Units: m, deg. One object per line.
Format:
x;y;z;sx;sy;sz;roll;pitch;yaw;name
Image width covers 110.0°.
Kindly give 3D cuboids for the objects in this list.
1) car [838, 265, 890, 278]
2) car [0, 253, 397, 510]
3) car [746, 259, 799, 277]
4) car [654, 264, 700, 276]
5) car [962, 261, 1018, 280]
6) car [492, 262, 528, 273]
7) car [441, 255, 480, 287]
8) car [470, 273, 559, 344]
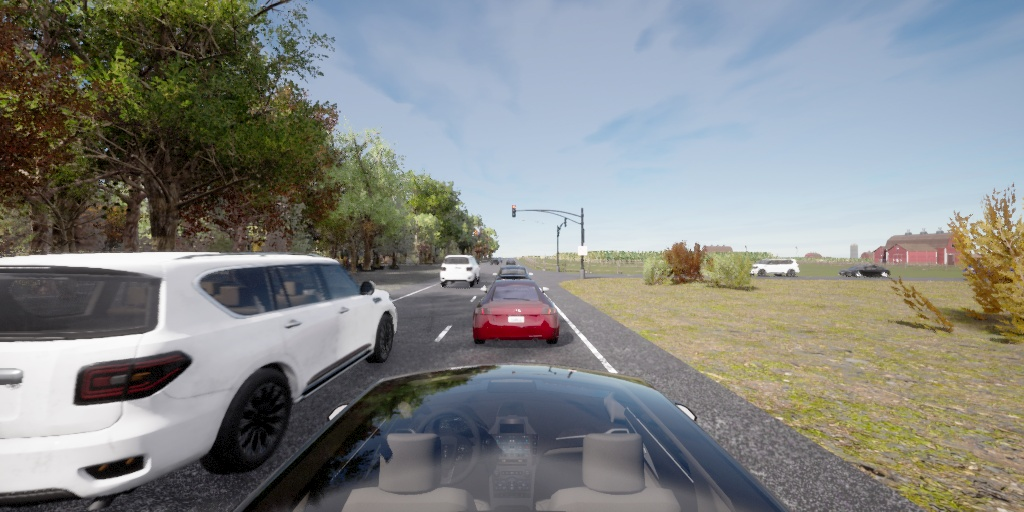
40.136;1.750;40.937;4.892;1.490;1.837;0;-1;0;car
-3.407;0.976;4.927;2.150;2.045;5.566;0;0;0;car
29.567;1.350;40.973;5.566;2.045;2.150;0;-1;0;car
18.895;1.492;40.980;5.008;1.535;1.882;1;-1;0;car
50.596;1.522;37.326;5.566;2.045;2.150;1;-1;1;car
0.053;1.259;18.517;1.837;1.490;4.892;0;0;0;car
-3.473;0.977;24.863;2.150;2.045;5.566;0;0;0;car
0.077;1.316;9.605;1.994;1.385;4.181;0;0;0;car
